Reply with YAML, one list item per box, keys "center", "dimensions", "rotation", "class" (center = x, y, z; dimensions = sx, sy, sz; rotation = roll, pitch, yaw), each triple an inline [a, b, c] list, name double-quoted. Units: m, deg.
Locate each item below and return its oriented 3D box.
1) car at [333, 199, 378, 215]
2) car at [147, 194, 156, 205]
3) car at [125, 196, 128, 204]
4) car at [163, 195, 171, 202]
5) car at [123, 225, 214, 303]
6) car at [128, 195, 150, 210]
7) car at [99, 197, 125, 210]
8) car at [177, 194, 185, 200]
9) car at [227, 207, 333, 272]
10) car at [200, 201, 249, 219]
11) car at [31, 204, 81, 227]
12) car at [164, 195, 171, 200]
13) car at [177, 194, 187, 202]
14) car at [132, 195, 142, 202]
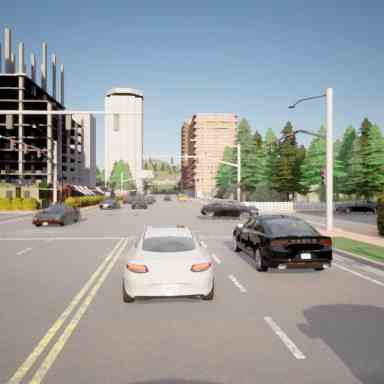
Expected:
- center: [17.026, 1.491, 34.053]
  dimensions: [4.902, 1.511, 2.128]
  rotation: [0, 0, -3]
  class: "car"
- center: [-7.851, 1.490, 57.646]
  dimensions: [2.128, 1.511, 4.902]
  rotation: [0, 0, -4]
  class: "car"
- center: [-11.589, 1.477, 60.994]
  dimensions: [1.882, 1.535, 5.008]
  rotation: [0, 0, -4]
  class: "car"
- center: [-5.732, 1.517, 77.691]
  dimensions: [2.128, 1.511, 4.902]
  rotation: [0, 0, -4]
  class: "car"
- center: [-0.597, 1.526, 8.162]
  dimensions: [1.812, 1.442, 4.674]
  rotation: [0, 0, -5]
  class: "car"
- center: [-6.802, 1.504, 43.134]
  dimensions: [1.837, 1.490, 4.892]
  rotation: [0, 0, -4]
  class: "car"
- center: [-10.427, 1.491, 42.413]
  dimensions: [2.128, 1.511, 4.902]
  rotation: [0, 0, 0]
  class: "car"
- center: [-2.871, 1.304, 86.518]
  dimensions: [1.882, 1.535, 5.008]
  rotation: [0, 0, -4]
  class: "car"
- center: [2.665, 1.478, 10.903]
  dimensions: [1.882, 1.535, 5.008]
  rotation: [0, 0, -5]
  class: "car"
- center: [3.066, 1.491, 27.352]
  dimensions: [4.902, 1.511, 2.128]
  rotation: [0, 0, 22]
  class: "car"
- center: [-9.123, 1.547, 22.931]
  dimensions: [2.033, 1.411, 5.357]
  rotation: [0, 0, -4]
  class: "car"
- center: [-6.362, 1.379, 86.262]
  dimensions: [1.994, 1.385, 4.181]
  rotation: [0, 0, -4]
  class: "car"
- center: [-2.169, 1.470, 76.971]
  dimensions: [1.882, 1.535, 5.008]
  rotation: [0, 0, -4]
  class: "car"
- center: [-12.643, 1.473, 76.223]
  dimensions: [1.882, 1.535, 5.008]
  rotation: [0, 0, -4]
  class: "car"
